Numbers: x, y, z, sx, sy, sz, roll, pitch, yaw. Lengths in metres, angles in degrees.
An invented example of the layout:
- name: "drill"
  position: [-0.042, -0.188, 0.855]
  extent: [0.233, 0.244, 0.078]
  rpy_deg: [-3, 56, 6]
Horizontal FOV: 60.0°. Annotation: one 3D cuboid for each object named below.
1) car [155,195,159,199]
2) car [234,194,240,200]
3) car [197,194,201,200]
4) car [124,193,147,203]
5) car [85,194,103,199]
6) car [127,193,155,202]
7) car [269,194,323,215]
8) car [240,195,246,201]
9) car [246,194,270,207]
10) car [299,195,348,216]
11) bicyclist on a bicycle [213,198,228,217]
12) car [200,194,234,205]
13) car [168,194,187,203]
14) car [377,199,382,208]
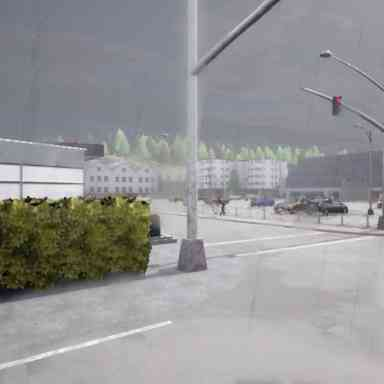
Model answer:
- name: "car"
  position: [-11.347, 1.334, 90.756]
  extent: [4.902, 1.511, 2.128]
  rpy_deg: [0, 0, -35]
- name: "car"
  position: [9.719, 1.232, 77.905]
  extent: [3.806, 1.475, 1.970]
  rpy_deg: [0, 0, -35]
- name: "car"
  position: [1.842, 1.298, 76.876]
  extent: [4.514, 1.523, 2.007]
  rpy_deg: [0, 0, -35]
- name: "car"
  position: [-10.730, 1.077, 63.648]
  extent: [3.866, 1.878, 1.905]
  rpy_deg: [0, 0, -35]
- name: "car"
  position: [-24.365, 1.309, 81.726]
  extent: [4.892, 1.490, 1.837]
  rpy_deg: [0, 0, -35]
- name: "car"
  position: [-9.329, 1.361, 60.572]
  extent: [3.806, 1.475, 1.970]
  rpy_deg: [0, 0, -35]
- name: "car"
  position: [10.314, 1.330, 32.506]
  extent: [5.027, 1.636, 2.152]
  rpy_deg: [0, 0, -35]
- name: "car"
  position: [13.656, 1.154, 72.827]
  extent: [5.027, 1.636, 2.152]
  rpy_deg: [0, 0, -35]
- name: "car"
  position: [9.830, 1.320, 46.612]
  extent: [3.633, 1.501, 1.845]
  rpy_deg: [0, 0, -35]
- name: "car"
  position: [12.152, 1.340, 29.963]
  extent: [4.514, 1.523, 2.007]
  rpy_deg: [0, 0, -35]
- name: "bicyclist on a bicycle"
  position: [2.394, 1.301, 28.039]
  extent: [1.656, 1.620, 0.582]
  rpy_deg: [0, 0, -35]
- name: "car"
  position: [4.147, 1.298, 54.832]
  extent: [4.514, 1.523, 2.007]
  rpy_deg: [0, 0, -35]
- name: "car"
  position: [-2.397, 1.097, 65.455]
  extent: [4.605, 1.855, 1.932]
  rpy_deg: [0, 0, -35]
- name: "car"
  position: [25.707, 1.384, 43.066]
  extent: [3.806, 1.475, 1.970]
  rpy_deg: [0, 0, -35]
